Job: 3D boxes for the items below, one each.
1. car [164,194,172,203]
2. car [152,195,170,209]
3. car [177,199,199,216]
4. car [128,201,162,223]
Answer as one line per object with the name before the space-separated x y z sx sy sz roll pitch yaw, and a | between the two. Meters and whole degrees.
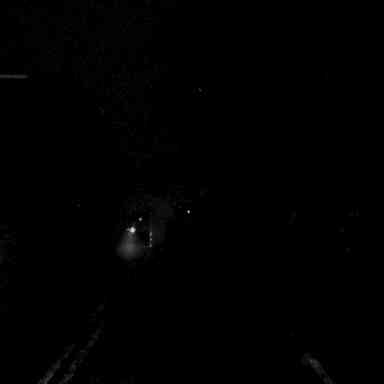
car | -4.710 1.212 59.946 1.837 1.490 4.892 0 1 -2
car | -4.120 1.417 42.553 1.812 1.442 4.674 0 0 -2
car | -0.357 1.477 31.841 1.837 1.490 4.892 0 0 -1
car | -3.655 1.597 25.571 1.895 1.301 4.718 0 0 -1
